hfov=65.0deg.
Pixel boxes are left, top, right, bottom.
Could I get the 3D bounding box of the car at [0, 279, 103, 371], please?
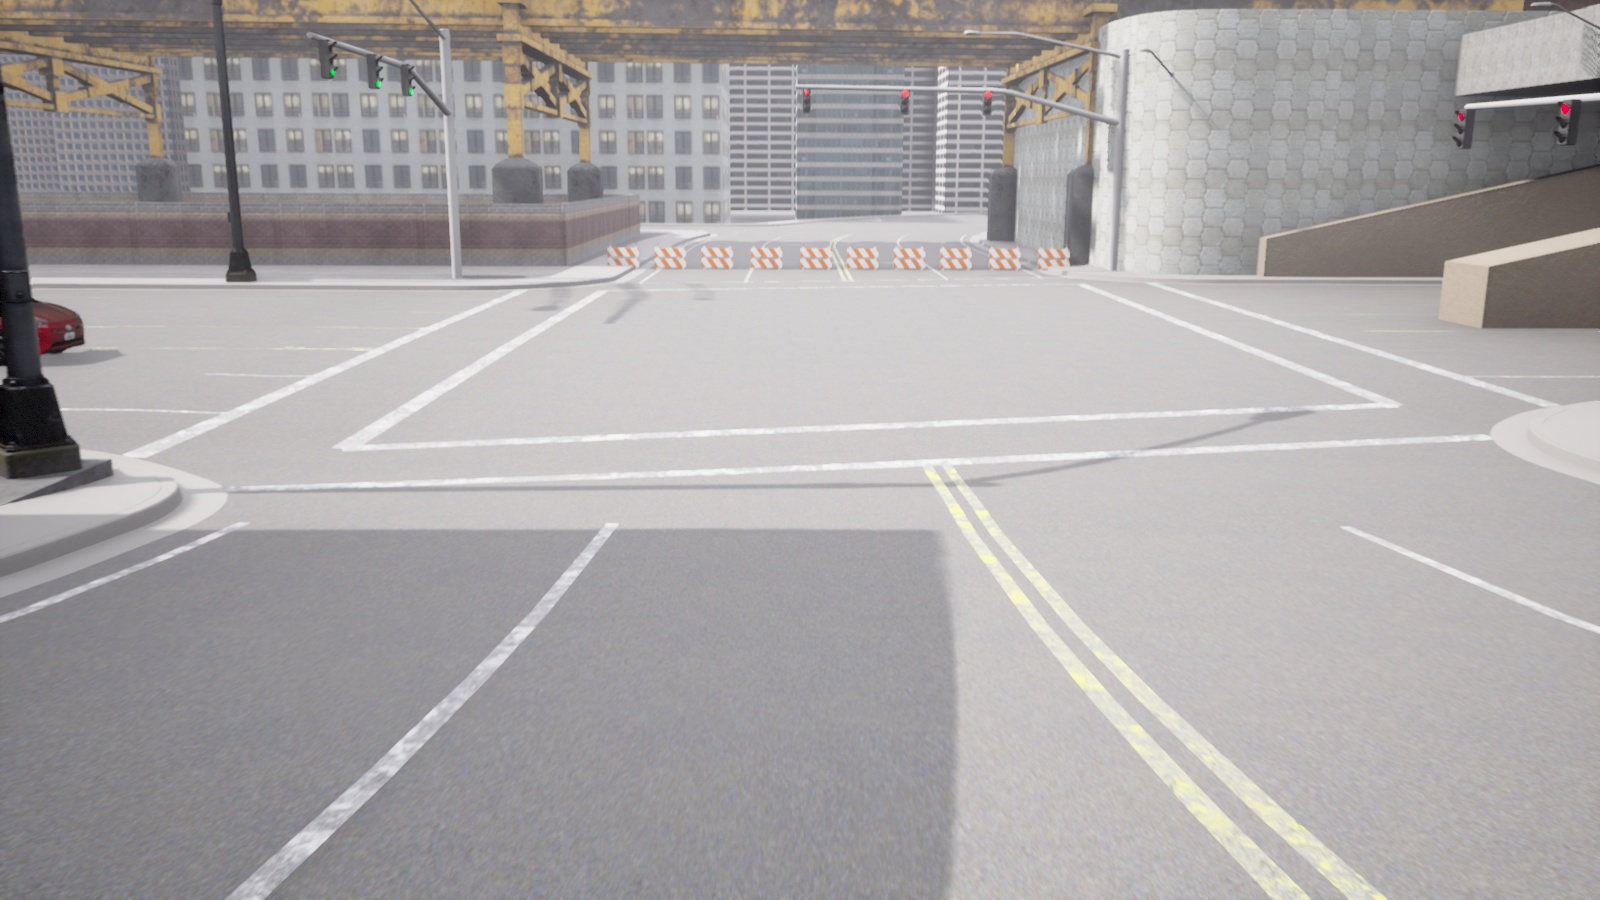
[{"bbox_3d":[-16.279,-2.429,24.114,4.514,1.525,2.007,0,12,0],"label":"car"}]
